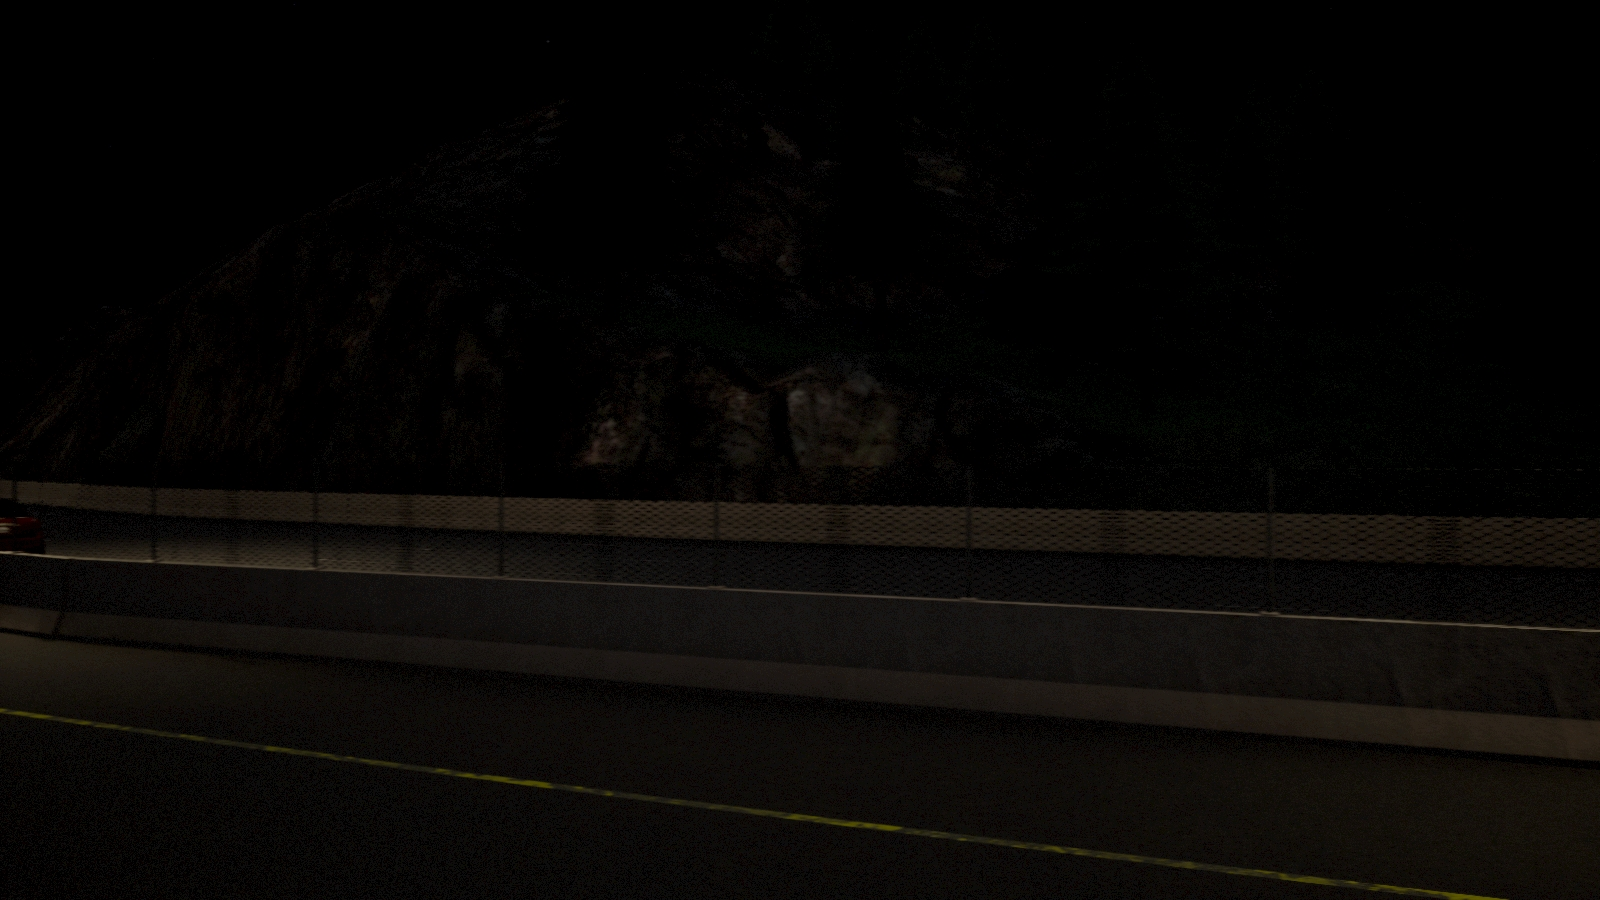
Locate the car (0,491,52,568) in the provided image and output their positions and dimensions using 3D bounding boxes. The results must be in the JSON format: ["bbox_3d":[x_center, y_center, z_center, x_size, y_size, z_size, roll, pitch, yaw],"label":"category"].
[{"bbox_3d":[-21.020,1.934,28.483,4.553,1.767,2.097,0,0,29],"label":"car"}]
